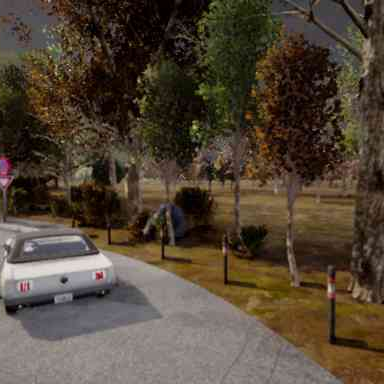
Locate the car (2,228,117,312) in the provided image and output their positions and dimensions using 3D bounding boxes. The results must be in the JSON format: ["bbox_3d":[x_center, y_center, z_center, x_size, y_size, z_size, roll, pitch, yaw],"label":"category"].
[{"bbox_3d":[-3.297,1.513,7.734,1.895,1.301,4.718,-2,2,-29],"label":"car"}]
